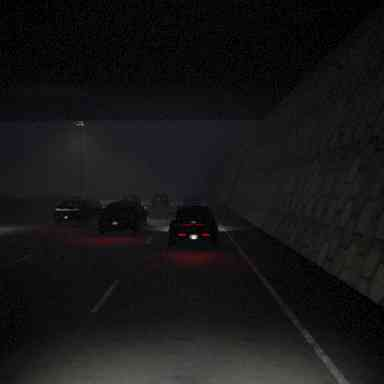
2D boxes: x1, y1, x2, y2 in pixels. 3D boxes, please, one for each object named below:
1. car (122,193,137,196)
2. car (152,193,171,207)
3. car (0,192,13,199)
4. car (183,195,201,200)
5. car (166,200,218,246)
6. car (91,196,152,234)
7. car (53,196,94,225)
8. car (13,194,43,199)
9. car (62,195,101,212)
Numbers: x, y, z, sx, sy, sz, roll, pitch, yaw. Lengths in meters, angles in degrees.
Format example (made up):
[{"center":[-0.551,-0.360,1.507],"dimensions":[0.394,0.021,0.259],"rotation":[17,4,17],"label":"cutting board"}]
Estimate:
[{"center":[-6.995,0.902,37.529],"dimensions":[2.128,1.511,4.902],"rotation":[0,1,0],"label":"car"},{"center":[-3.495,0.899,37.684],"dimensions":[2.128,1.511,4.902],"rotation":[0,1,0],"label":"car"},{"center":[-24.686,0.805,43.027],"dimensions":[1.882,1.535,5.008],"rotation":[0,1,0],"label":"car"},{"center":[0.007,1.029,36.325],"dimensions":[1.895,1.301,4.718],"rotation":[0,1,0],"label":"car"},{"center":[0.057,1.282,14.057],"dimensions":[1.837,1.490,4.892],"rotation":[0,1,0],"label":"car"},{"center":[-3.452,1.204,17.342],"dimensions":[1.882,1.535,5.008],"rotation":[0,1,0],"label":"car"},{"center":[-6.960,1.164,20.790],"dimensions":[2.128,1.511,4.902],"rotation":[0,1,0],"label":"car"},{"center":[-21.190,0.912,44.012],"dimensions":[1.895,1.301,4.718],"rotation":[0,1,0],"label":"car"},{"center":[-10.484,1.045,31.987],"dimensions":[2.033,1.411,5.357],"rotation":[0,1,0],"label":"car"}]
